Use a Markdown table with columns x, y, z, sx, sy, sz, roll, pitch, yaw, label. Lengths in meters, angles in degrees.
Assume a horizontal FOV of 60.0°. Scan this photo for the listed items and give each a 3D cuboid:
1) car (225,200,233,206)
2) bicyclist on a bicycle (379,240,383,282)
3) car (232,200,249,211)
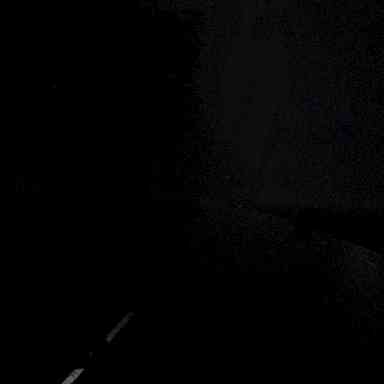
| x | y | z | sx | sy | sz | roll | pitch | yaw | label |
| --- | --- | --- | --- | --- | --- | --- | --- | --- | --- |
| 8.465 | 2.373 | 72.939 | 2.033 | 1.411 | 5.357 | 3 | 0 | -1 | car |
| 5.505 | 1.795 | 9.088 | 0.582 | 1.620 | 1.656 | 2 | -1 | 7 | bicyclist on a bicycle |
| 8.289 | 2.333 | 54.938 | 2.033 | 1.411 | 5.357 | 3 | 0 | 2 | car |
